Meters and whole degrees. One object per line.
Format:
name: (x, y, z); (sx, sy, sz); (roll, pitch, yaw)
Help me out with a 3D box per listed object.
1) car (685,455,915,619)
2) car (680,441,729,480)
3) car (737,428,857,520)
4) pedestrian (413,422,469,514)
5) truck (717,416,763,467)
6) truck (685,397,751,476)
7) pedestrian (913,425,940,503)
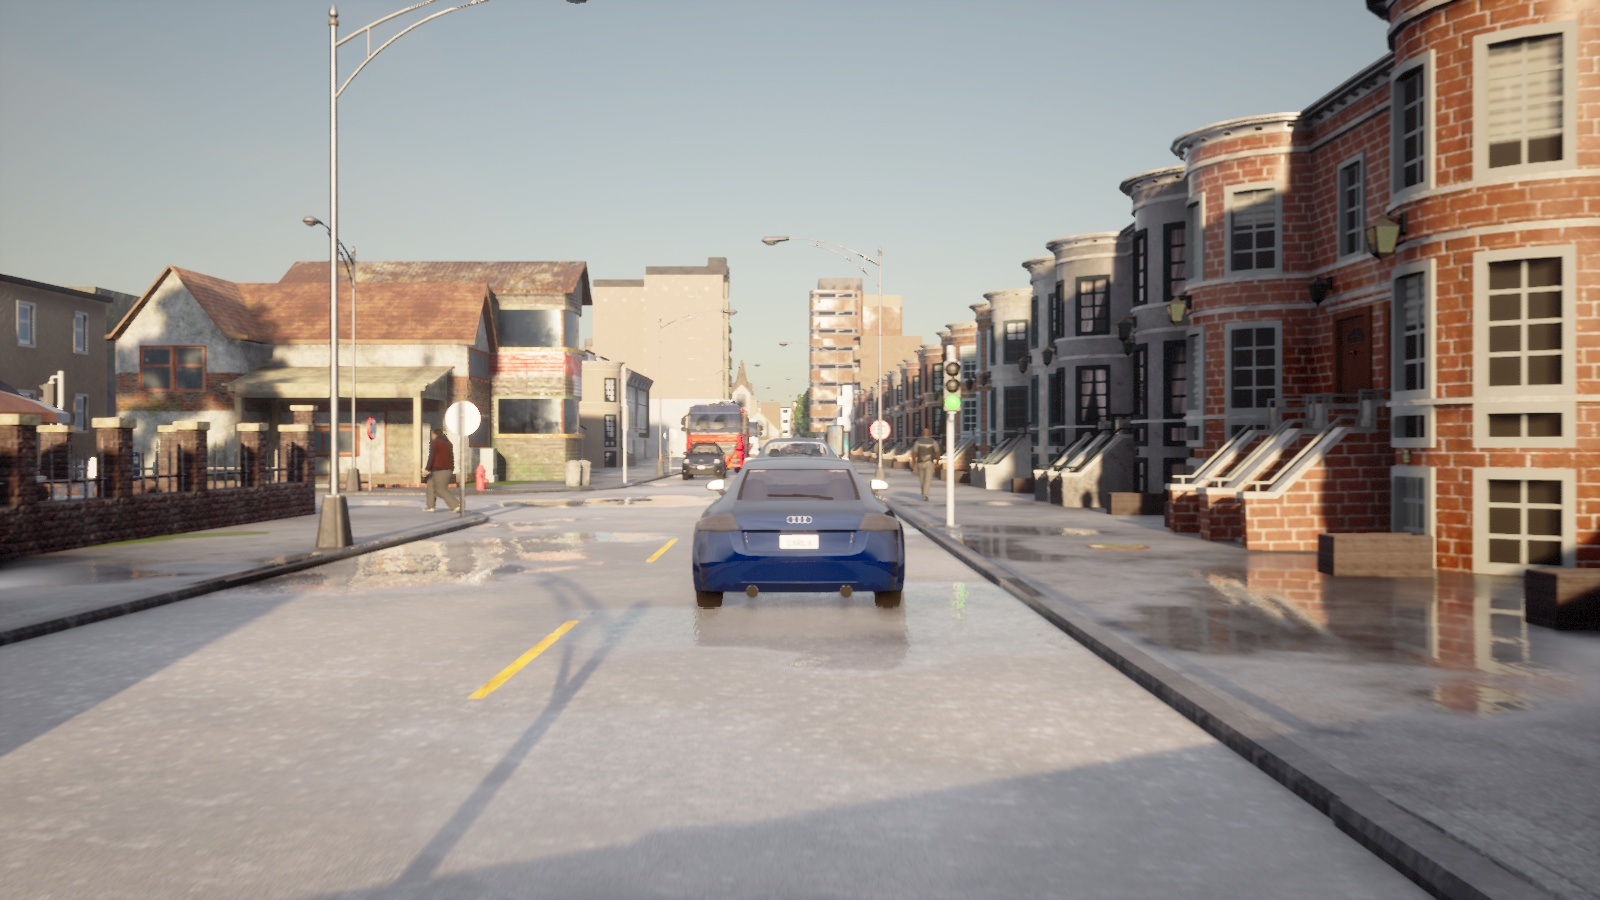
car: (-0.018, 0.760, 12.968); (1.994, 1.385, 4.181); (0, 0, 0)
car: (-4.127, 0.428, 54.728); (1.851, 1.617, 3.988); (0, 0, 0)
car: (-0.058, 0.428, 25.033); (2.152, 1.651, 5.027); (0, 0, 0)
pedestrian: (-7.296, 0.350, 25.530); (0.899, 1.844, 0.634); (0, 0, 11)
truck: (-4.198, -0.587, 89.343); (2.891, 3.462, 7.936); (0, 0, 0)
truck: (-4.150, -0.675, 65.066); (2.891, 3.827, 8.468); (0, 0, 0)
pedestrian: (3.119, 0.338, 30.931); (0.563, 1.883, 0.849); (0, 0, 13)
